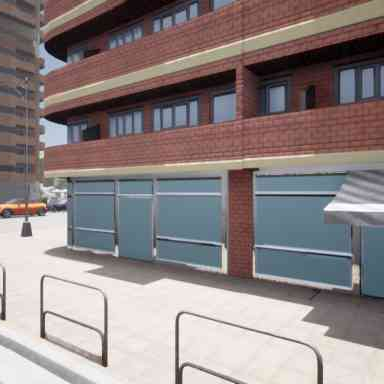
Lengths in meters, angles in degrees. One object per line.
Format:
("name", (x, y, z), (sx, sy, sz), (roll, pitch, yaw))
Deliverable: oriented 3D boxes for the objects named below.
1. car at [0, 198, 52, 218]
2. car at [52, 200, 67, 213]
("car", (-15.505, 1.352, 29.755), (2.097, 1.767, 4.553), (0, 0, 36))
("car", (-14.558, 1.601, 36.979), (1.895, 1.301, 4.718), (0, 0, 36))
